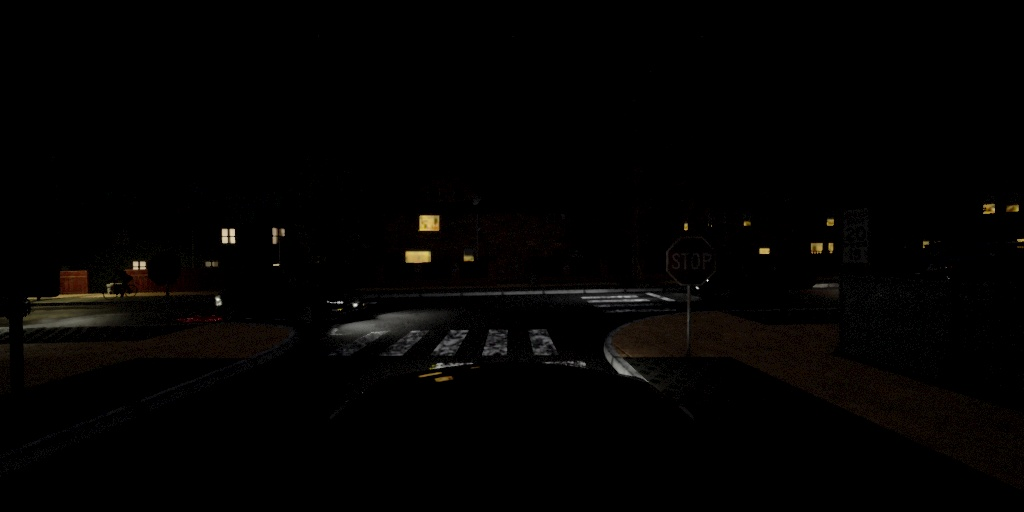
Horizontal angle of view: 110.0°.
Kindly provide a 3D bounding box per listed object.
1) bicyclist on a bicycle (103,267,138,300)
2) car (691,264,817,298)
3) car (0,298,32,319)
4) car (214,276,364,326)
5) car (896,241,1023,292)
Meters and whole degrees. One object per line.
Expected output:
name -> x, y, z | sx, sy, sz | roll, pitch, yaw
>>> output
bicyclist on a bicycle -> -20.223, 1.410, 18.521 | 0.582, 1.620, 1.656 | -1, 1, 0
car -> 10.340, 1.032, 15.777 | 4.718, 1.301, 1.895 | -1, 1, 0
car -> -20.303, 1.678, 12.674 | 5.008, 1.535, 1.882 | -2, 1, 0
car -> -7.436, 1.409, 12.056 | 4.892, 1.490, 1.837 | -2, 0, 11
car -> 20.541, 0.415, 15.822 | 5.566, 2.045, 2.150 | -1, 1, 0
